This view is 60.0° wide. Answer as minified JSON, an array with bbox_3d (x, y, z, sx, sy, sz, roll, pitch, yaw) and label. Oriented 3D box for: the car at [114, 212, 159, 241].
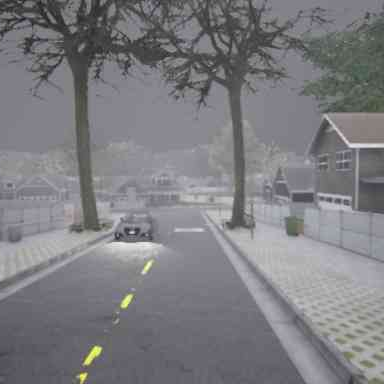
[{"bbox_3d":[-2.914,1.804,18.191,1.994,1.385,4.181,0,-1,0],"label":"car"}]
